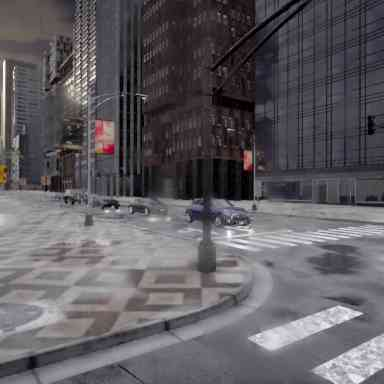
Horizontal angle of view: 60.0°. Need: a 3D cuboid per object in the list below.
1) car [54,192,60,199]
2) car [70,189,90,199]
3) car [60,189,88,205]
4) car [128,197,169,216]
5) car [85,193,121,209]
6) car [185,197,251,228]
[{"bbox_3d":[-25.502,0.699,65.012,2.033,1.411,5.357,0,1,-35],"label":"car"},{"bbox_3d":[-22.347,0.392,66.163,2.150,2.045,5.566,0,0,-35],"label":"car"},{"bbox_3d":[-15.840,0.635,45.419,2.150,2.045,5.566,0,1,-35],"label":"car"},{"bbox_3d":[-3.760,1.182,28.222,1.837,1.490,4.892,0,1,-35],"label":"car"},{"bbox_3d":[-9.703,1.095,36.655,2.033,1.411,5.357,0,1,-35],"label":"car"},{"bbox_3d":[1.531,1.147,20.724,2.097,1.767,4.553,0,1,-35],"label":"car"}]
